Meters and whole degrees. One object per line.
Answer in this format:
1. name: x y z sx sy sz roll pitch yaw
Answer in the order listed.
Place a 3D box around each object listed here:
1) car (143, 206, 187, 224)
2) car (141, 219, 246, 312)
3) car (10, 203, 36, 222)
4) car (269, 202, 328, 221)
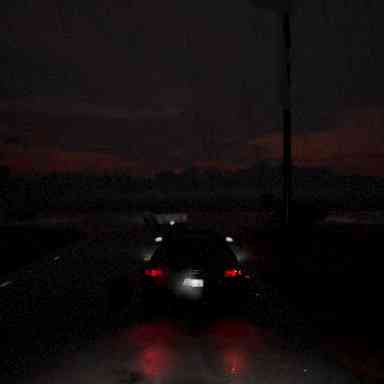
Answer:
1. car: -1.988 1.598 22.246 1.895 1.301 4.718 -2 0 -21
2. car: 0.046 1.558 7.807 1.994 1.385 4.181 0 0 1
3. car: -15.540 1.642 27.641 5.008 1.535 1.882 0 2 6
4. car: 8.733 1.538 27.351 4.674 1.442 1.812 0 2 0
